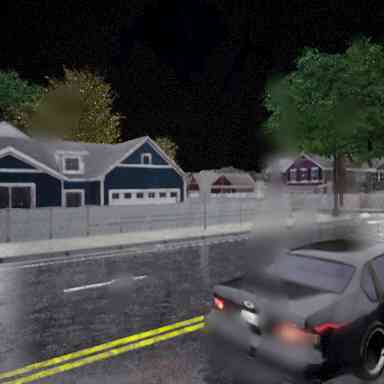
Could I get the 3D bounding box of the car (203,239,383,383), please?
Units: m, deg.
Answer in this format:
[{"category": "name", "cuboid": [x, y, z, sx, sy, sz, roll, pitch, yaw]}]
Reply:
[{"category": "car", "cuboid": [2.718, 1.504, 5.402, 5.357, 1.411, 2.033, -1, 0, -36]}]
